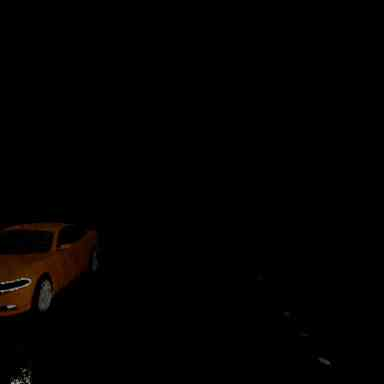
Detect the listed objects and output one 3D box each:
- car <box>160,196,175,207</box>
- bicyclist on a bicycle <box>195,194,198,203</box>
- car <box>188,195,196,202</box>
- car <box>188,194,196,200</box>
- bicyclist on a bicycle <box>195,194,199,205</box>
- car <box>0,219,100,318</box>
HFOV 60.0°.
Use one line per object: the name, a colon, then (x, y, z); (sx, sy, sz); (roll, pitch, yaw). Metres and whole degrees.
car: (-3.585, 1.410, 49.475); (1.882, 1.535, 5.008); (0, 0, 0)
bicyclist on a bicycle: (0.953, 1.350, 66.870); (0.659, 1.776, 1.843); (0, 0, 0)
car: (-0.009, 1.507, 76.694); (1.837, 1.490, 4.892); (0, 0, 0)
car: (-0.010, 1.408, 88.646); (1.882, 1.535, 5.008); (0, 0, 0)
bicyclist on a bicycle: (0.954, 1.323, 57.861); (0.659, 1.776, 1.843); (0, 0, 0)
car: (-3.602, 1.463, 7.691); (1.882, 1.535, 5.008); (0, 0, 0)
